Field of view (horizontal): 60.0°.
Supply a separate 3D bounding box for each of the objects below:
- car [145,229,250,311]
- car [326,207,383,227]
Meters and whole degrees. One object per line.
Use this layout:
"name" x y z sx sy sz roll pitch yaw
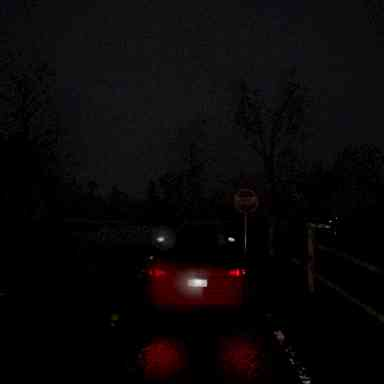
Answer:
"car" 0.100 1.562 7.821 1.994 1.385 4.181 0 0 0
"car" 12.813 1.828 24.366 5.357 1.411 2.033 1 1 0
